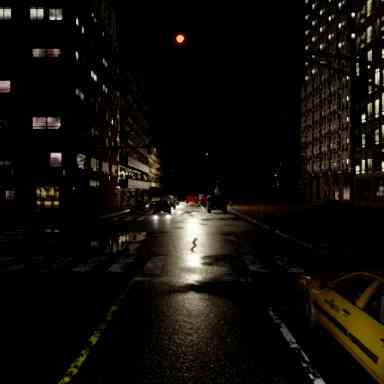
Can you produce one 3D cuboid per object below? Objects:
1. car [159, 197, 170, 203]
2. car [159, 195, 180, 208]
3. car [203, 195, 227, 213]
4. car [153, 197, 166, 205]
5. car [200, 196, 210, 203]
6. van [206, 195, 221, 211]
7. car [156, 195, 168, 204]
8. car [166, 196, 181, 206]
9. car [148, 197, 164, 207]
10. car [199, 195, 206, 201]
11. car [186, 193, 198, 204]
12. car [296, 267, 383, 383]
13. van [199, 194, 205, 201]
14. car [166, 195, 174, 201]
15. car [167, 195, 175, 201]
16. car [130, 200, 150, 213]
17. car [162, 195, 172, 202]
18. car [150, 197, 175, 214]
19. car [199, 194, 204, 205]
[{"bbox_3d":[-5.696,1.637,69.556,1.802,1.307,4.206,0,0,0],"label":"car"},{"bbox_3d":[-3.090,1.567,45.432,2.033,1.411,5.357,0,0,0],"label":"car"},{"bbox_3d":[2.684,1.326,36.397,2.192,1.841,5.009,0,0,0],"label":"car"},{"bbox_3d":[-5.696,1.582,58.501,1.887,1.381,4.507,0,0,0],"label":"car"},{"bbox_3d":[2.684,1.600,69.556,1.887,1.381,4.507,0,0,0],"label":"car"},{"bbox_3d":[2.684,1.357,41.922,1.690,1.788,3.998,0,0,0],"label":"van"},{"bbox_3d":[-5.697,1.487,64.029,1.967,1.590,4.097,0,0,0],"label":"car"},{"bbox_3d":[-3.048,1.525,55.625,2.128,1.511,4.902,0,0,0],"label":"car"},{"bbox_3d":[-5.696,1.580,52.975,2.008,1.369,4.403,0,0,0],"label":"car"},{"bbox_3d":[2.683,1.611,86.306,1.752,1.417,4.829,0,0,0],"label":"car"},{"bbox_3d":[-0.003,1.270,65.203,2.150,2.045,5.566,0,0,0],"label":"car"},{"bbox_3d":[2.686,1.525,4.154,1.752,1.417,4.829,0,0,0],"label":"car"},{"bbox_3d":[2.682,1.439,91.662,1.690,1.788,3.998,0,0,0],"label":"van"},{"bbox_3d":[-5.697,1.611,85.966,1.752,1.417,4.829,0,0,0],"label":"car"},{"bbox_3d":[-5.697,1.642,91.661,1.887,1.381,4.507,0,0,0],"label":"car"},{"bbox_3d":[-5.694,1.562,36.396,2.008,1.369,4.403,0,0,0],"label":"car"},{"bbox_3d":[-5.697,1.505,75.082,1.967,1.590,4.097,0,0,0],"label":"car"},{"bbox_3d":[-3.123,1.558,35.304,2.033,1.411,5.357,0,0,-4],"label":"car"},{"bbox_3d":[2.683,1.353,58.502,2.192,1.841,5.009,0,0,0],"label":"car"}]
